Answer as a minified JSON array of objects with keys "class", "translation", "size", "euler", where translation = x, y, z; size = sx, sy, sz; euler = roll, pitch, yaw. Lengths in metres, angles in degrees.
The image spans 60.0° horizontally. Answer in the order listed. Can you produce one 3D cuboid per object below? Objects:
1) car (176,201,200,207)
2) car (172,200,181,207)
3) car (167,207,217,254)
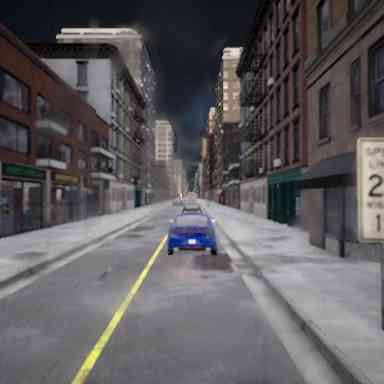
[{"class":"car","translation":[0.016,1.780,28.514],"size":[2.128,1.511,4.902],"euler":[0,0,0]},{"class":"car","translation":[-2.773,2.239,65.717],"size":[1.994,1.385,4.181],"euler":[0,-1,0]},{"class":"car","translation":[0.025,1.621,14.254],"size":[1.882,1.535,5.008],"euler":[0,0,0]}]
